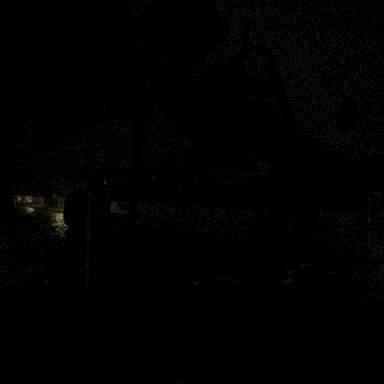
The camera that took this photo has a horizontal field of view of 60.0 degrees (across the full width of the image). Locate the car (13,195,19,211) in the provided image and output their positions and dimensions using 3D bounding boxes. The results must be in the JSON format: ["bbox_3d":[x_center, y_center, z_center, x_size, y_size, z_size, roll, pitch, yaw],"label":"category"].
[{"bbox_3d":[-23.963,1.326,43.085,2.150,2.045,5.566,1,-1,-36],"label":"car"}]
